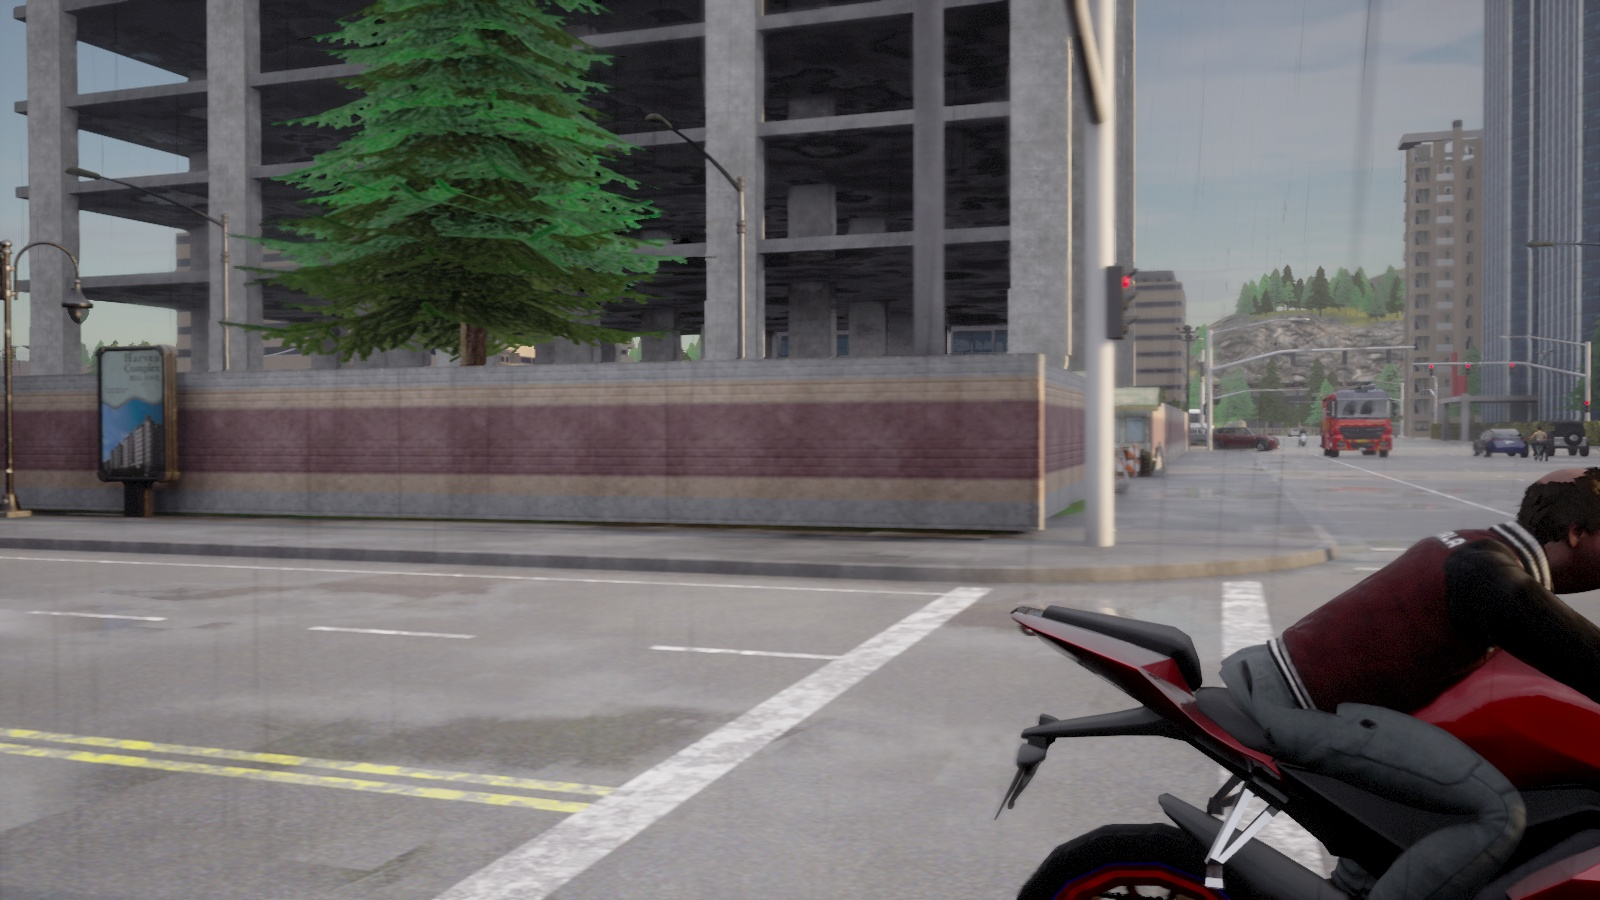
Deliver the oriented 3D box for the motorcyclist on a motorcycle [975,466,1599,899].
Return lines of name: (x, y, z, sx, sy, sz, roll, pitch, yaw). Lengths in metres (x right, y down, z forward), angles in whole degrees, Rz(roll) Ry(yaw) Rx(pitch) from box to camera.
motorcyclist on a motorcycle: (1.540, 0.824, 2.675, 2.191, 1.530, 0.866, 1, 1, 19)

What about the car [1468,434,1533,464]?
car: (36.823, -0.092, 66.153, 2.163, 1.488, 4.792, 1, 1, 19)

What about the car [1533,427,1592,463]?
car: (41.062, -0.305, 67.743, 1.905, 1.878, 3.866, 1, 1, 19)

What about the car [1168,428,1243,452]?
car: (28.853, -0.720, 89.511, 5.027, 1.651, 2.152, 0, 1, 15)

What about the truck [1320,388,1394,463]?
truck: (30.285, -1.322, 68.634, 2.891, 3.827, 8.468, 1, 1, 19)

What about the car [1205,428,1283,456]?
car: (29.843, -0.554, 84.378, 4.553, 1.767, 2.097, 1, 1, 33)
